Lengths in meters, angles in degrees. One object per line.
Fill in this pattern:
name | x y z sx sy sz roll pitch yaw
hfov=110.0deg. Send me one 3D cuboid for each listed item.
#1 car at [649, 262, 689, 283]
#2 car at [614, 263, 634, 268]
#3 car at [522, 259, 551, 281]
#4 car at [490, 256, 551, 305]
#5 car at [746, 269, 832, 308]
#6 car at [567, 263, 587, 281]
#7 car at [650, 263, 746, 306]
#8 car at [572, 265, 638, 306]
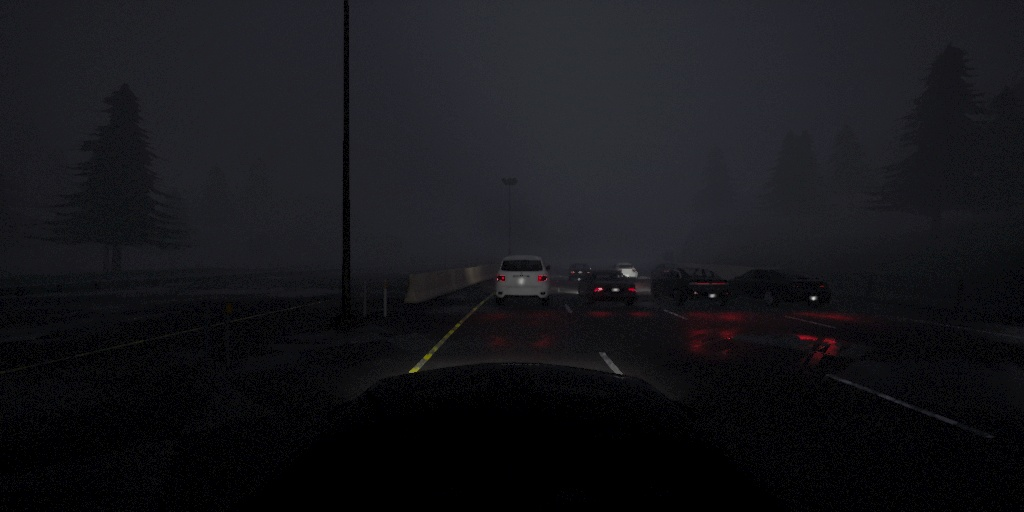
car | 12.580 1.281 29.019 1.812 1.442 4.674 0 0 9
car | 9.119 1.281 29.545 1.812 1.442 4.674 0 0 9
car | 2.194 1.114 30.568 2.097 1.767 4.553 0 0 9
car | 0.553 1.005 16.120 2.150 2.045 5.566 0 0 4
car | 11.021 1.264 15.299 1.837 1.490 4.892 0 0 4
car | 5.659 1.311 30.071 2.033 1.411 5.357 0 0 9
car | 7.531 1.242 15.563 2.128 1.511 4.902 0 0 4
car | 4.041 1.310 15.826 2.033 1.411 5.357 0 0 4
